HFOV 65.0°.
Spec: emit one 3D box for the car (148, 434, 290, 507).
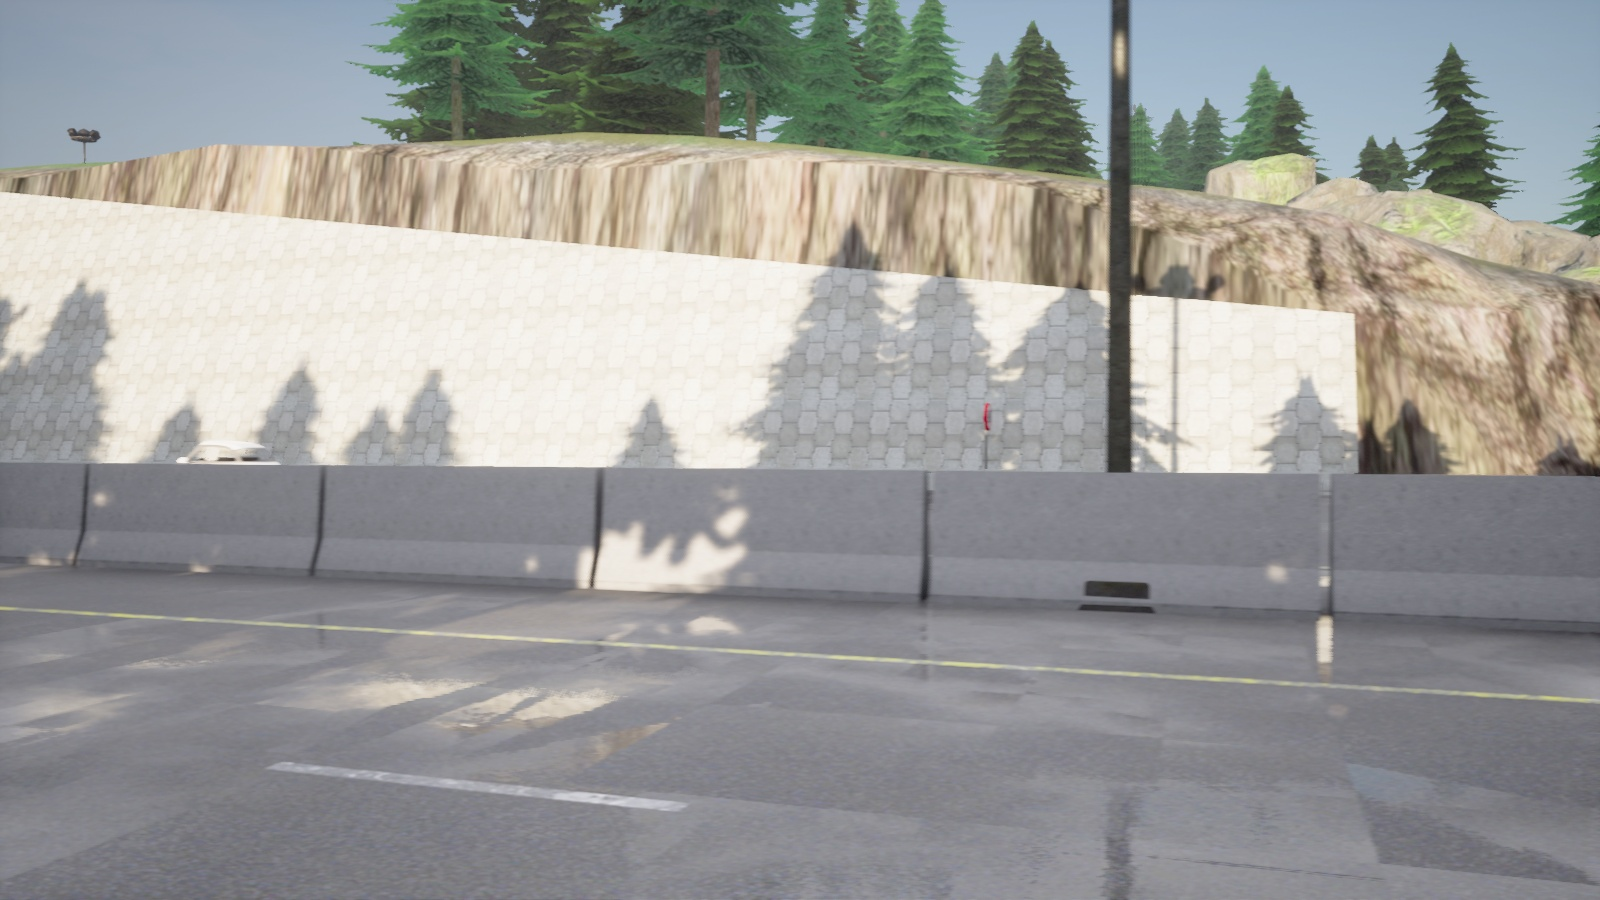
[{"bbox_3d":[-11.840,0.390,25.644,2.207,1.376,1.481,1,1,19],"label":"car"}]
